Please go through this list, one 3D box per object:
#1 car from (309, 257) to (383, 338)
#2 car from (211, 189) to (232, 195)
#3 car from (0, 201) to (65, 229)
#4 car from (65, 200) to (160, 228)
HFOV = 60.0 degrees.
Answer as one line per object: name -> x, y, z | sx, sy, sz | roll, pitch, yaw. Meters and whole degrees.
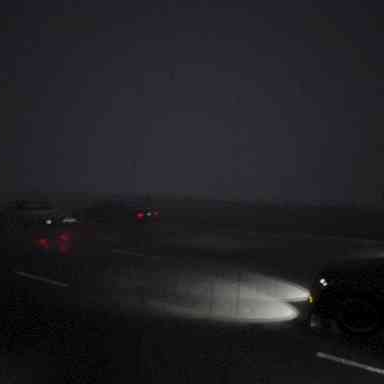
car -> 4.109, 1.591, 5.270 | 4.181, 1.385, 1.994 | 2, 1, 32
car -> 6.654, 0.185, 75.306 | 4.605, 1.855, 1.932 | 2, 1, 31
car -> -8.827, 1.096, 17.312 | 4.718, 1.301, 1.895 | 2, 1, 32
car -> -4.366, 1.138, 18.680 | 5.357, 1.411, 2.033 | 2, 1, 32
